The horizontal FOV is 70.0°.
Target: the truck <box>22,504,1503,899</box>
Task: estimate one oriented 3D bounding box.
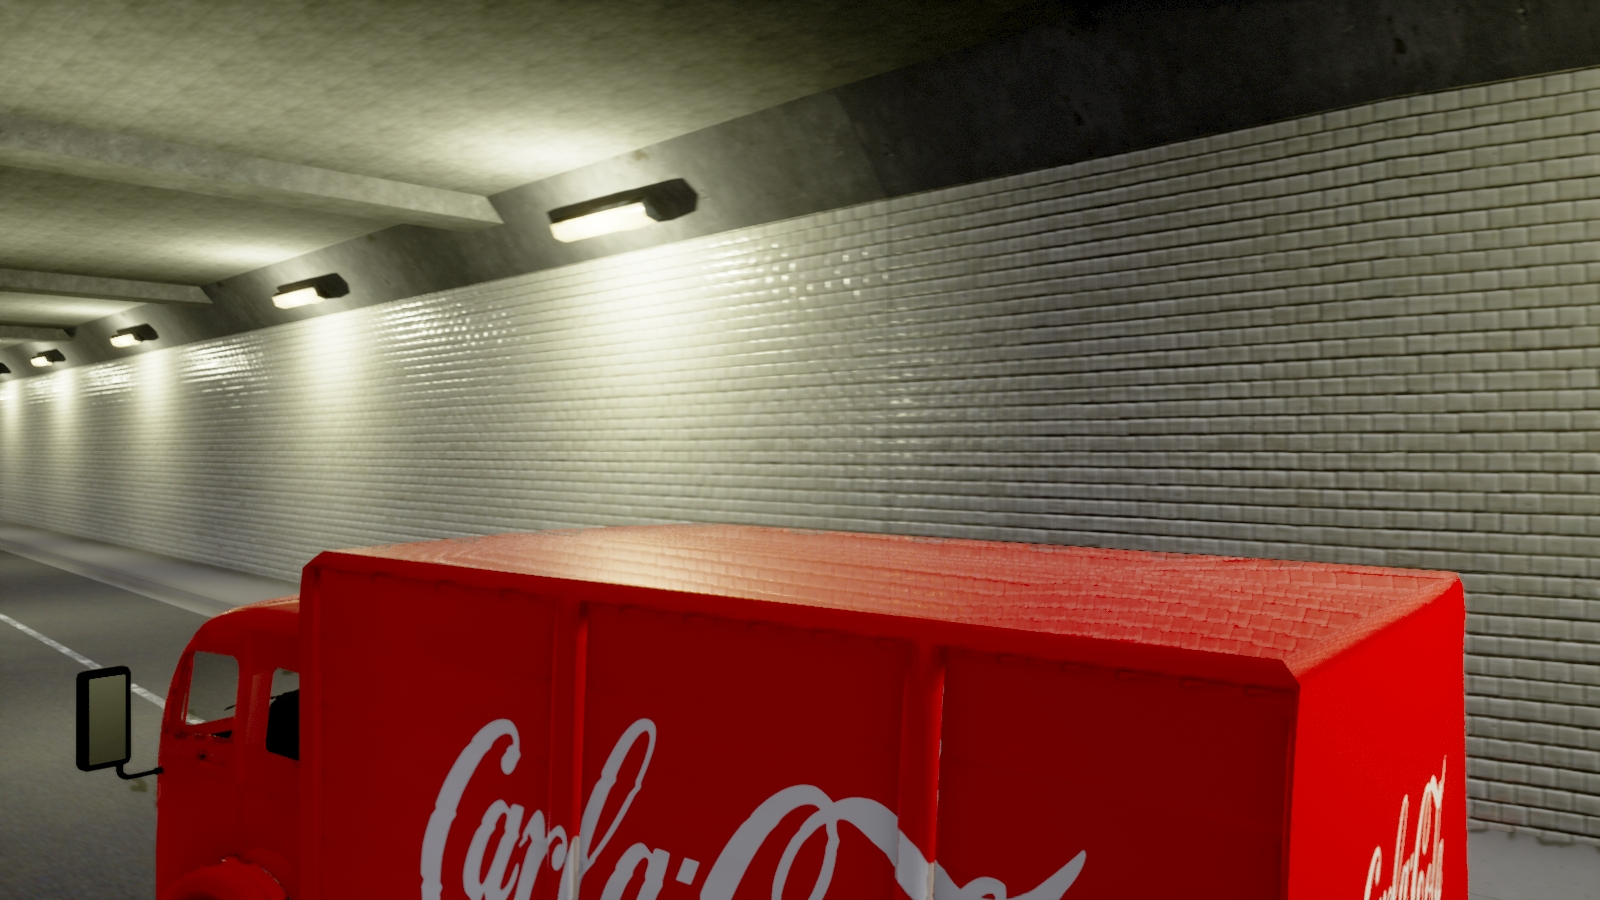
[{"bbox_3d":[-0.519,1.568,4.378,5.204,2.467,2.627,0,0,38],"label":"truck"}]
